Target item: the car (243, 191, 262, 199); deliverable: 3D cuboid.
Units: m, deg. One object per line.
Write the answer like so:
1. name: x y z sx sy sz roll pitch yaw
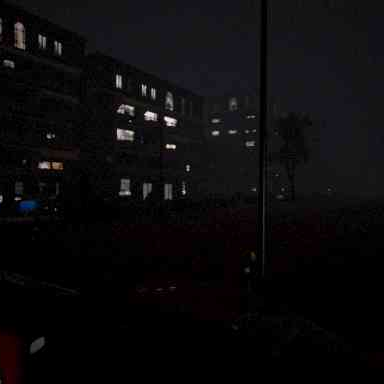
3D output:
1. car: 11.840 0.519 64.950 1.752 1.417 4.829 2 2 35

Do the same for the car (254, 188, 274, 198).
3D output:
1. car: 15.123 0.220 69.654 2.192 1.841 5.009 2 2 35

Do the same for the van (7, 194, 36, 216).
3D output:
1. van: -13.526 1.029 28.529 1.690 1.788 3.998 2 2 35

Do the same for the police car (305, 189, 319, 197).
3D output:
1. police car: 27.726 0.184 76.621 1.930 1.638 5.238 0 1 32

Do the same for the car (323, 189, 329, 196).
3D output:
1. car: 28.362 0.355 74.008 2.008 1.369 4.403 2 2 35

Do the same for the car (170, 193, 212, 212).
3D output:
1. car: -0.287 1.127 32.882 1.887 1.381 4.507 2 2 35

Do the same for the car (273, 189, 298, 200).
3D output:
1. car: 15.728 0.670 55.870 1.752 1.417 4.829 2 2 35

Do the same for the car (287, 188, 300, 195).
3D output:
1. car: 24.672 -0.037 83.361 2.192 1.841 5.009 2 2 35

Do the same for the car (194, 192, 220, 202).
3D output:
1. car: 2.387 0.801 51.381 2.008 1.369 4.403 2 2 35

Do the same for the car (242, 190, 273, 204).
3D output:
1. car: 9.263 0.872 46.591 2.008 1.369 4.403 2 2 35

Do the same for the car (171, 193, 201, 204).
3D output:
1. car: -0.796 0.903 46.812 1.947 1.339 4.313 2 2 35

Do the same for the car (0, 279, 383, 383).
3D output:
1. car: -0.308 1.544 3.091 4.507 1.381 1.887 0 0 36

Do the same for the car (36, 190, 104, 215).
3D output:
1. car: -10.104 0.894 28.935 2.150 2.045 5.566 1 1 35

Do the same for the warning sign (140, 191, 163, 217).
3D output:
1. warning sign: -3.033 0.847 24.820 1.300 1.860 1.060 -1 0 35

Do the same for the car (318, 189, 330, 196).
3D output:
1. car: 33.656 0.062 84.791 1.801 1.575 5.366 1 1 35

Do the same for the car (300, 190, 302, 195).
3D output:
1. car: 27.853 0.107 87.937 1.887 1.381 4.507 2 2 35

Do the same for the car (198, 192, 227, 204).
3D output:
1. car: 2.941 0.822 47.612 1.837 1.490 4.892 1 1 35

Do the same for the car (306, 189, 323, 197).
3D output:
1. car: 25.180 0.440 69.440 2.008 1.369 4.403 2 2 35

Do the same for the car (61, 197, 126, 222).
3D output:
1. car: -6.653 1.324 23.745 1.947 1.339 4.313 2 2 35

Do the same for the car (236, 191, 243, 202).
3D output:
1. car: 7.517 0.639 48.723 2.097 1.767 4.553 1 1 35

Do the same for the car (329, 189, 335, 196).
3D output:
1. car: 34.730 0.073 83.145 1.967 1.590 4.097 2 2 35

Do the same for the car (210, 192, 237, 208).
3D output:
1. car: 2.897 1.046 37.452 2.008 1.369 4.403 2 2 35

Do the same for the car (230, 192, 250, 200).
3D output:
1. car: 8.754 0.643 60.521 1.947 1.339 4.313 2 2 35
